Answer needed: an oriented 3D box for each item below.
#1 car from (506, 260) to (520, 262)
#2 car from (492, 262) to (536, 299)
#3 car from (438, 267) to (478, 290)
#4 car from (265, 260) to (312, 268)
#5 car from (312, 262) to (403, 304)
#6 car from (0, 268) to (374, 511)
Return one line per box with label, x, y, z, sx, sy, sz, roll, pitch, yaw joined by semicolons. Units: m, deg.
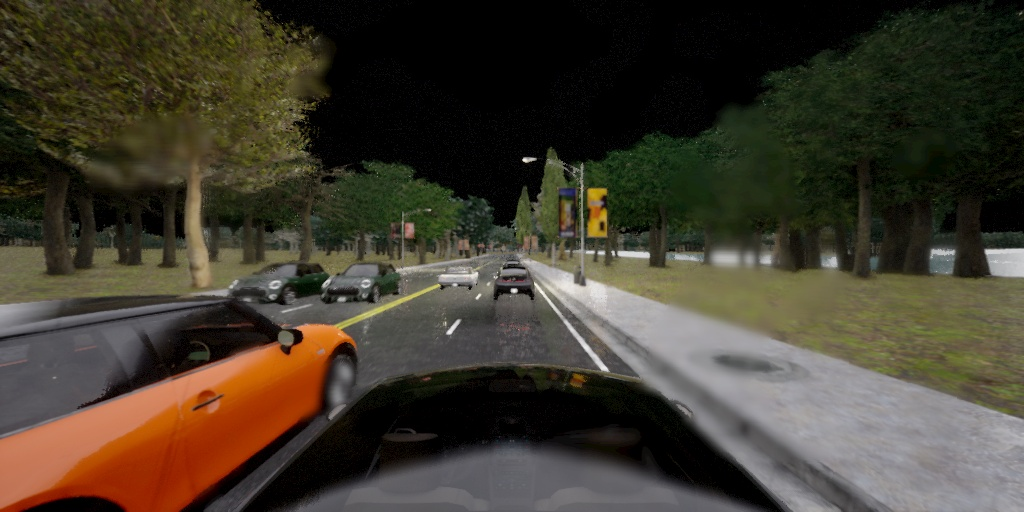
car;0.092;1.141;35.827;1.837;1.490;4.892;0;0;0
car;0.096;1.226;17.666;1.837;1.490;4.892;0;0;0
car;-3.154;1.306;22.041;1.895;1.301;4.718;0;0;0
car;-9.788;1.079;15.546;2.097;1.767;4.553;0;0;0
car;-6.535;1.077;16.068;2.097;1.767;4.553;0;0;1
car;-3.151;1.102;3.093;2.097;1.767;4.553;0;0;0
